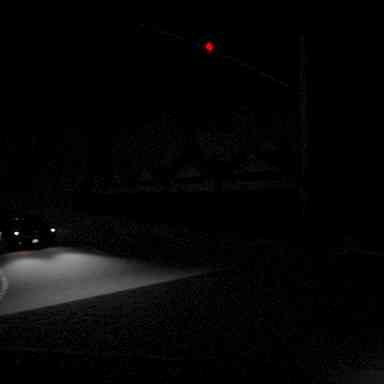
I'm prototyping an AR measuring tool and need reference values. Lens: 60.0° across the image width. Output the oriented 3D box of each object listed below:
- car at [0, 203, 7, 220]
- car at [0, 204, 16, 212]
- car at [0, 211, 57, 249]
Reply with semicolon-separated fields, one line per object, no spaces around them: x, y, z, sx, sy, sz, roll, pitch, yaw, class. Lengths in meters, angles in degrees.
-19.366;1.868;32.477;1.837;1.490;4.892;-2;1;-33;car
-13.691;1.786;24.212;1.837;1.490;4.892;-2;1;-35;car
-7.937;1.796;16.001;1.895;1.301;4.718;-2;1;-35;car
